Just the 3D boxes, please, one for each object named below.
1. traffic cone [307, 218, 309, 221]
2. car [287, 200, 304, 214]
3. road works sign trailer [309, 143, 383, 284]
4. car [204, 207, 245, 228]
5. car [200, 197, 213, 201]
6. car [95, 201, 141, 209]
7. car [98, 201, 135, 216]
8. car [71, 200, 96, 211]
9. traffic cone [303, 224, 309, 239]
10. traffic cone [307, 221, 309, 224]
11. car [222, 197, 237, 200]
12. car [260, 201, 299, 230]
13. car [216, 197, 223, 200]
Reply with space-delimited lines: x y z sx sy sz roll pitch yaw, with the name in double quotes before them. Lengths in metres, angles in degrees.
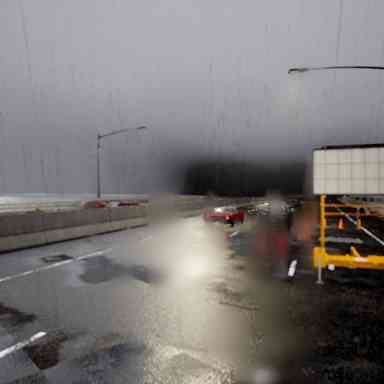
"traffic cone" 6.992 2.021 20.089 0.340 0.580 0.340 0 0 20
"car" 11.210 1.623 36.861 1.837 1.490 4.892 0 0 21
"road works sign trailer" 4.604 0.494 9.253 2.380 3.560 2.880 0 0 20
"car" 2.409 1.682 23.272 1.895 1.301 4.718 0 0 20
"car" 3.327 1.778 75.312 2.128 1.511 4.902 0 0 21
"car" -6.310 1.594 30.537 1.882 1.535 5.008 0 0 20
"car" -8.049 1.701 35.903 1.994 1.385 4.181 0 0 20
"car" -11.382 1.670 37.019 1.812 1.442 4.674 0 0 21
"traffic cone" 5.616 2.009 16.333 0.340 0.580 0.340 0 0 20
"traffic cone" 6.304 2.015 18.211 0.340 0.580 0.340 0 0 20
"car" 8.323 1.822 68.839 1.895 1.301 4.718 0 0 21
"car" 5.683 1.563 22.030 2.128 1.511 4.902 0 0 20
"car" 6.736 1.796 74.420 1.994 1.385 4.181 0 0 21
